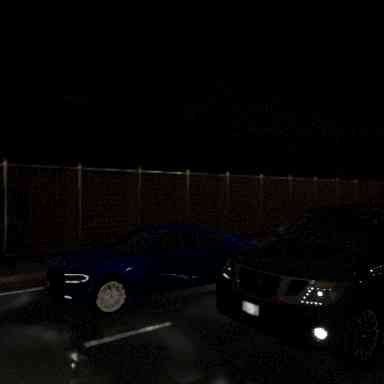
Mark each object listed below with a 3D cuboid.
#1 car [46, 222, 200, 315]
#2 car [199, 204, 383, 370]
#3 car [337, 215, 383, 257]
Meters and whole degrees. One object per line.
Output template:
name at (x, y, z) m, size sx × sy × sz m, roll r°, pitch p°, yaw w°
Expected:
car at (-0.692, 1.507, 7.775) m, size 5.008 × 1.535 × 1.882 m, roll 1°, pitch -1°, yaw -35°
car at (3.056, 1.269, 6.131) m, size 5.566 × 2.045 × 2.150 m, roll 1°, pitch -1°, yaw -35°
car at (8.404, 1.712, 14.162) m, size 4.718 × 1.301 × 1.895 m, roll 1°, pitch 0°, yaw -35°
